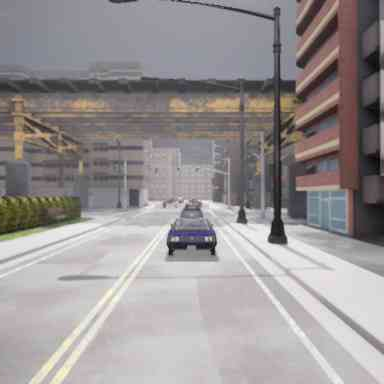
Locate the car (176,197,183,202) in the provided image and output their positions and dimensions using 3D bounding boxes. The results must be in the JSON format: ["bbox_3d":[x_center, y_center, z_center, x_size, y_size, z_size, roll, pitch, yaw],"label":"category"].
[{"bbox_3d":[-3.340,2.140,91.628,1.853,1.218,4.536,0,-1,0],"label":"car"}]

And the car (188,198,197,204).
[{"bbox_3d":[0.097,2.219,83.055,2.038,1.542,4.974,0,-1,0],"label":"car"}]

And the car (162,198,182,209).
[{"bbox_3d":[-3.678,1.977,56.765,2.038,1.542,4.974,0,-1,25],"label":"car"}]

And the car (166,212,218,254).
[{"bbox_3d":[-0.006,1.732,14.105,1.895,1.301,4.718,0,0,0],"label":"car"}]

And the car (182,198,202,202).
[{"bbox_3d":[0.482,1.974,56.460,2.038,1.542,4.974,0,-1,-20],"label":"car"}]

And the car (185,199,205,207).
[{"bbox_3d":[0.464,1.817,56.510,1.853,1.218,4.536,0,-1,-20],"label":"car"}]

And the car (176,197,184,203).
[{"bbox_3d":[-3.339,2.297,91.574,2.038,1.542,4.974,0,-1,0],"label":"car"}]

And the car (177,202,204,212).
[{"bbox_3d":[-0.034,1.835,29.307,1.994,1.385,4.181,0,0,-1],"label":"car"}]

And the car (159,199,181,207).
[{"bbox_3d":[-3.657,1.820,56.813,1.853,1.218,4.536,0,-1,25],"label":"car"}]

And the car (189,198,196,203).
[{"bbox_3d":[0.097,2.062,83.108,1.853,1.218,4.536,0,-1,0],"label":"car"}]
